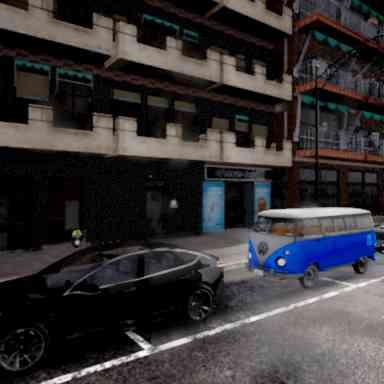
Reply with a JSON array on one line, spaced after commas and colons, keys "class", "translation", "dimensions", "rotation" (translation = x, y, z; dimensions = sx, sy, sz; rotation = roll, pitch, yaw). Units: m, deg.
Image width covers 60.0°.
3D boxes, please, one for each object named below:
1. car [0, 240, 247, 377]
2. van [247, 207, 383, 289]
[{"class": "car", "translation": [-1.370, 1.562, 5.579], "dimensions": [4.313, 1.339, 1.947], "rotation": [0, 0, -35]}, {"class": "van", "translation": [3.242, 1.329, 8.867], "dimensions": [3.998, 1.788, 1.690], "rotation": [0, 0, -35]}]
